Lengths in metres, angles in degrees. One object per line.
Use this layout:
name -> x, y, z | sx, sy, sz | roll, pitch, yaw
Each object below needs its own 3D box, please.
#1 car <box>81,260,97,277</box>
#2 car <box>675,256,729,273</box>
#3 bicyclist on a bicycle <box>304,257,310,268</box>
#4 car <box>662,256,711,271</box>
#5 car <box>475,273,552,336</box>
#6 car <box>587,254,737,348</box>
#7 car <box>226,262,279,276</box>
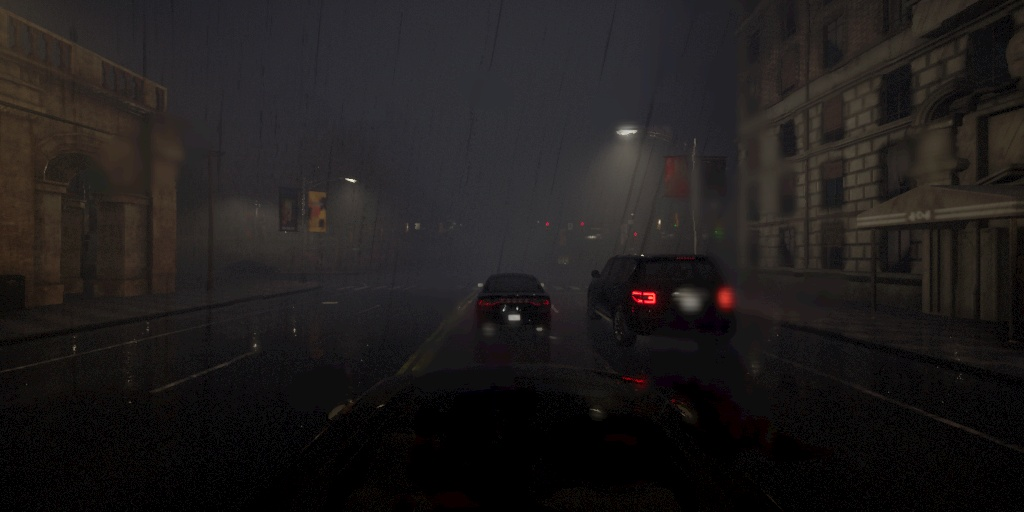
car -> -41.408, 1.347, 35.688 | 4.718, 1.301, 1.895 | 0, 0, 0
car -> 23.388, 0.968, 44.270 | 5.566, 2.045, 2.150 | 0, 0, 1
bicyclist on a bicycle -> -31.577, 1.045, 55.228 | 0.582, 1.620, 1.656 | 0, 0, 0
car -> 23.182, 0.967, 47.781 | 5.566, 2.045, 2.150 | 0, 0, 0
car -> -0.011, 1.227, 10.494 | 1.882, 1.535, 5.008 | 0, 0, -2
car -> 3.455, 0.971, 9.415 | 2.150, 2.045, 5.566 | 0, 0, 2
car -> -25.871, 1.272, 35.781 | 4.674, 1.442, 1.812 | 0, 0, 0
